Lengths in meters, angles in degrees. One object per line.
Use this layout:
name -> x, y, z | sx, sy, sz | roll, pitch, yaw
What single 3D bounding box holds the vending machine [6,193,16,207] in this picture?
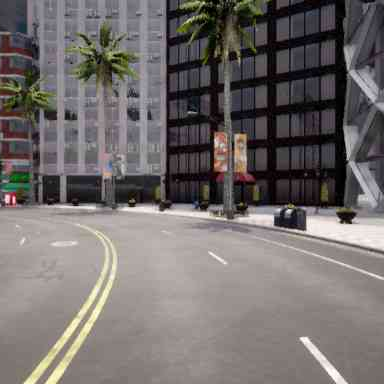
vending machine -> -27.626, 1.176, 50.770 | 0.880, 2.100, 1.100 | 0, 0, 16
